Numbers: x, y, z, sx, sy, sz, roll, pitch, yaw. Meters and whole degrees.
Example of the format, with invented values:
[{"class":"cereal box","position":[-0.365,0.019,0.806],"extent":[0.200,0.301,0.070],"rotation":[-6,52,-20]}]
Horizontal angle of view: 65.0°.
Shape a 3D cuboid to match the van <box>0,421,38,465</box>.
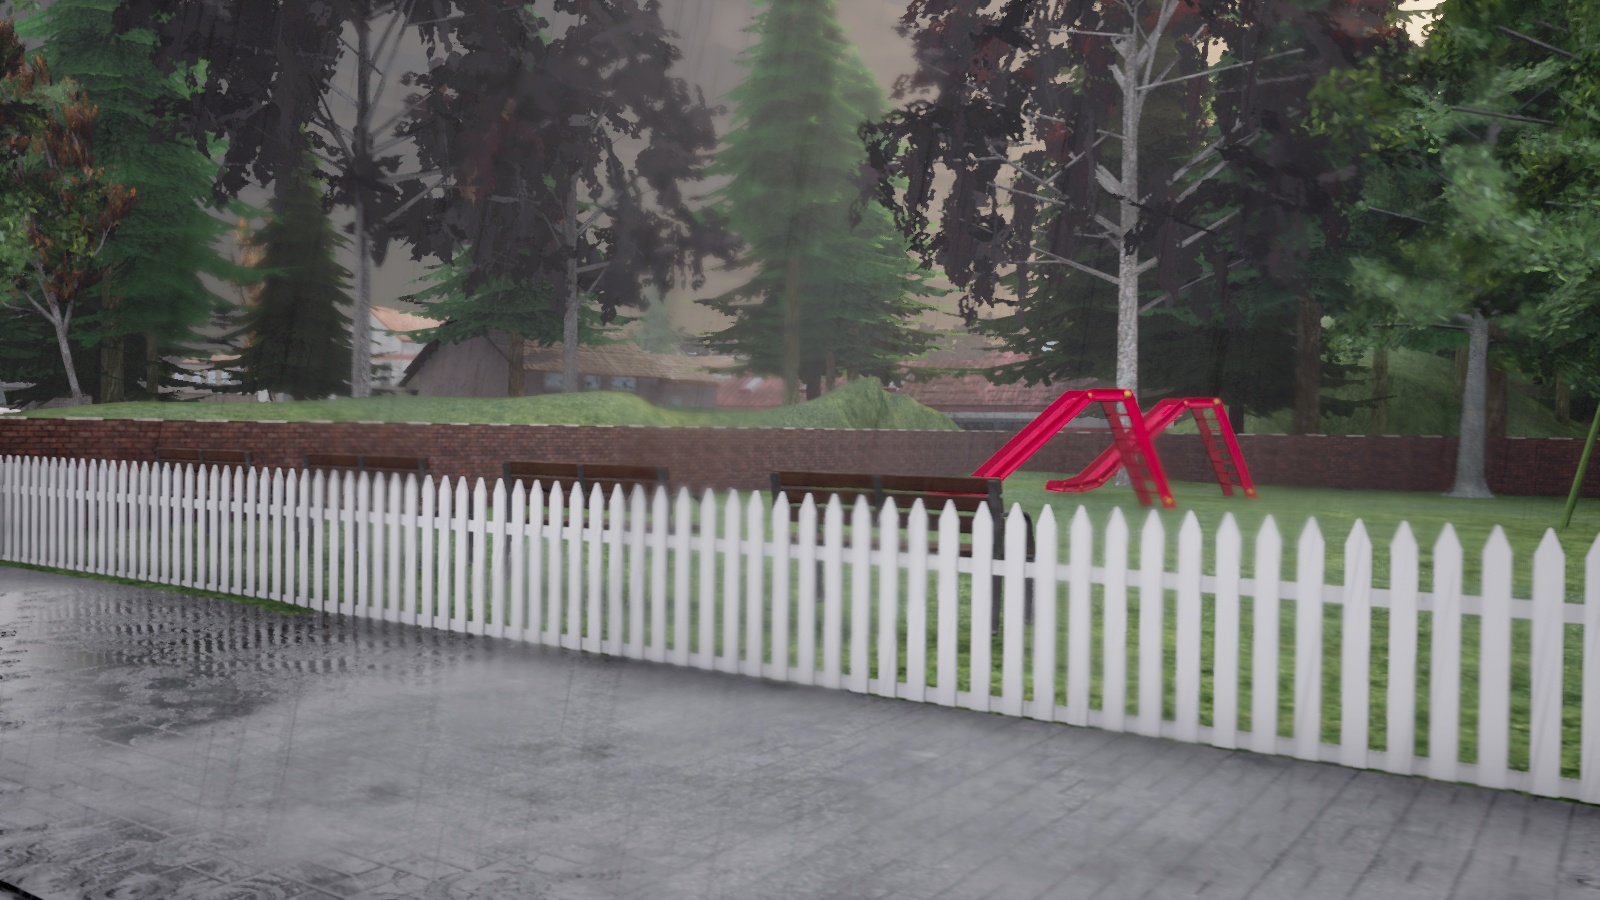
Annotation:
[{"class":"van","position":[-38.447,-0.326,58.603],"extent":[2.069,2.038,4.480],"rotation":[0,1,35]}]
